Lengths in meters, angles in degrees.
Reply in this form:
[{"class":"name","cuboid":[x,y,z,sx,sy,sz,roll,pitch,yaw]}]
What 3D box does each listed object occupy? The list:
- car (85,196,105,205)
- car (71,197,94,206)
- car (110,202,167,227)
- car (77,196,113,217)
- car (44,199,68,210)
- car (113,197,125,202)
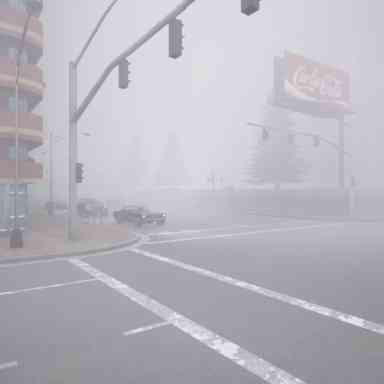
[{"class":"car","cuboid":[-17.671,1.526,60.424,1.812,1.442,4.674,0,0,-37]},{"class":"car","cuboid":[-18.290,1.547,55.324,2.033,1.411,5.357,0,0,-36]},{"class":"car","cuboid":[-3.659,1.601,22.856,1.895,1.301,4.718,0,0,-36]},{"class":"car","cuboid":[-9.475,1.352,30.886,2.097,1.767,4.553,0,0,-36]},{"class":"car","cuboid":[-16.754,1.563,40.939,1.994,1.385,4.181,0,0,-36]},{"class":"car","cuboid":[-12.320,1.505,53.046,1.837,1.490,4.892,0,0,-36]}]
